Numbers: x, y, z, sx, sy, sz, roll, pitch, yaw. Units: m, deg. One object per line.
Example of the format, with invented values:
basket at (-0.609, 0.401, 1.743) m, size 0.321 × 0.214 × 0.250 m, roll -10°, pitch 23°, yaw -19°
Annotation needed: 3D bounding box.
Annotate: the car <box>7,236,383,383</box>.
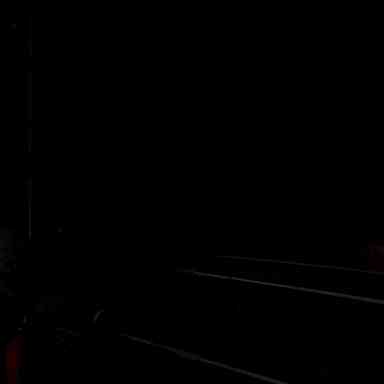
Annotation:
car at (0.573, 1.315, 2.666) m, size 5.009 × 1.841 × 2.192 m, roll 0°, pitch 0°, yaw 35°
